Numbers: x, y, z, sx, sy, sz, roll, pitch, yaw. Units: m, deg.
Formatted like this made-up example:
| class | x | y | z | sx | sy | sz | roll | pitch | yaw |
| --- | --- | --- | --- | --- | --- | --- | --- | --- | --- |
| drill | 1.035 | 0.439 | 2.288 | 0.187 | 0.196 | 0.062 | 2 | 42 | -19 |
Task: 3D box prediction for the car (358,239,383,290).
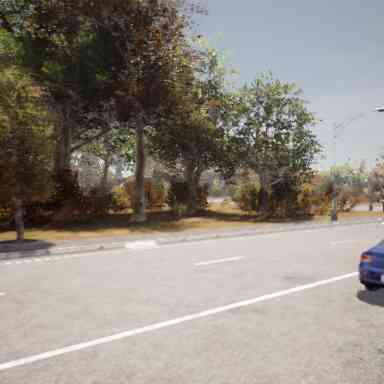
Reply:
| class | x | y | z | sx | sy | sz | roll | pitch | yaw |
| --- | --- | --- | --- | --- | --- | --- | --- | --- | --- |
| car | 5.725 | 1.551 | 7.826 | 4.674 | 1.442 | 1.812 | 0 | 0 | -35 |
